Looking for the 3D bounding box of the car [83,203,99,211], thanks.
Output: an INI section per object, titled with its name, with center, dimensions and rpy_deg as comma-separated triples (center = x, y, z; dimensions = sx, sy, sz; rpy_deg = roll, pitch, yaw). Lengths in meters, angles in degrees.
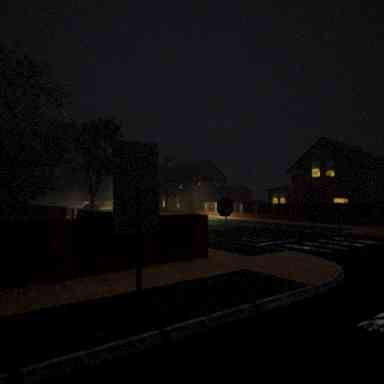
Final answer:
[car]
center = -18.225, 2.685, 60.095
dimensions = 1.882, 1.535, 5.008
rpy_deg = -1, -1, -31
